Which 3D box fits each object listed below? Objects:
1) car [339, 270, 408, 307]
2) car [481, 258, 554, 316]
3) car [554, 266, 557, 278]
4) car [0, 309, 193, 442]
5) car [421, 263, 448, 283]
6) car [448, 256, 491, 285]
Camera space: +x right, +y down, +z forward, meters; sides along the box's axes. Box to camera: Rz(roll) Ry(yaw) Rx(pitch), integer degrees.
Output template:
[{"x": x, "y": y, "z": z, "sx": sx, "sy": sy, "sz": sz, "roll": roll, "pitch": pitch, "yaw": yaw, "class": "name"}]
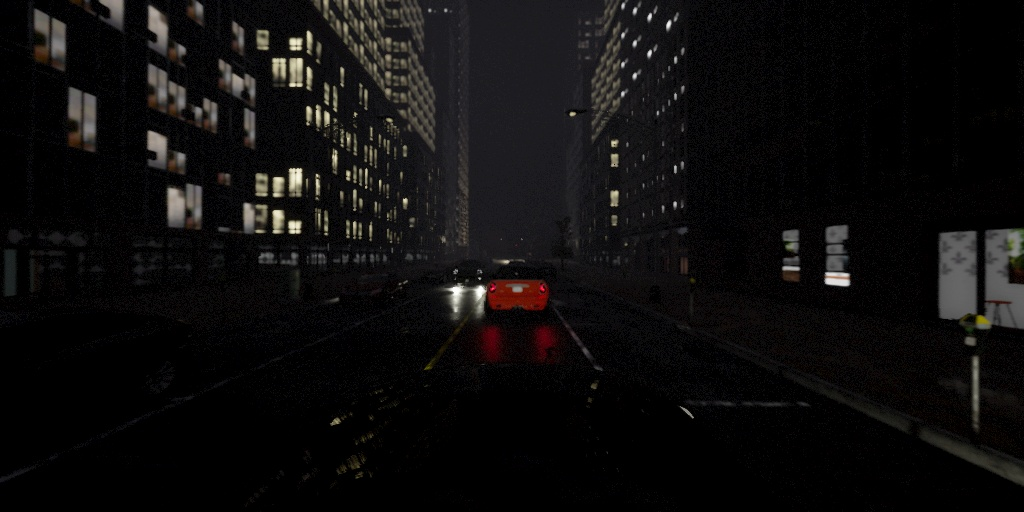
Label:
[{"x": -5.586, "y": 1.273, "z": 15.036, "sx": 1.802, "sy": 1.307, "sz": 4.207, "roll": 0, "pitch": 0, "yaw": 1, "class": "car"}, {"x": 0.194, "y": 1.071, "z": 13.455, "sx": 2.097, "sy": 1.767, "sz": 4.553, "roll": 0, "pitch": 0, "yaw": 1, "class": "car"}, {"x": 2.952, "y": 1.242, "z": 32.023, "sx": 1.948, "sy": 1.339, "sz": 4.313, "roll": 0, "pitch": 0, "yaw": 1, "class": "car"}, {"x": -5.691, "y": 1.287, "z": 3.653, "sx": 1.948, "sy": 1.339, "sz": 4.313, "roll": 0, "pitch": 0, "yaw": 1, "class": "car"}, {"x": -5.481, "y": 1.209, "z": 26.421, "sx": 2.007, "sy": 1.370, "sz": 4.403, "roll": 0, "pitch": 0, "yaw": 1, "class": "car"}, {"x": -2.880, "y": 1.024, "z": 25.312, "sx": 2.097, "sy": 1.767, "sz": 4.553, "roll": 0, "pitch": 0, "yaw": 1, "class": "car"}]
